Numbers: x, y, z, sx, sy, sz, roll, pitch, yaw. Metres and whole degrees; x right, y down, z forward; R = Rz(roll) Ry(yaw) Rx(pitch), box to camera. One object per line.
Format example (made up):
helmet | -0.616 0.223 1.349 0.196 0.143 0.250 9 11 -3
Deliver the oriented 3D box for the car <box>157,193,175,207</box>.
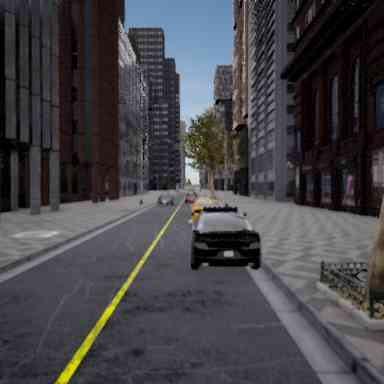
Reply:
car | -3.091 0.923 39.839 2.128 1.511 4.902 0 1 0

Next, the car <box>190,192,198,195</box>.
car | 0.898 1.073 26.790 1.801 1.575 5.366 0 1 0

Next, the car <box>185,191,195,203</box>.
car | 0.008 0.883 47.737 1.994 1.385 4.181 0 1 1

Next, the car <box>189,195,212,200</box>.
car | 0.898 1.183 20.600 1.882 1.535 5.008 0 1 0

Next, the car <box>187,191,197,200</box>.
car | -0.003 0.606 61.149 1.882 1.535 5.008 0 1 0

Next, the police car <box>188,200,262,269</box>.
police car | 0.899 1.271 10.710 1.930 1.638 5.238 0 1 0
